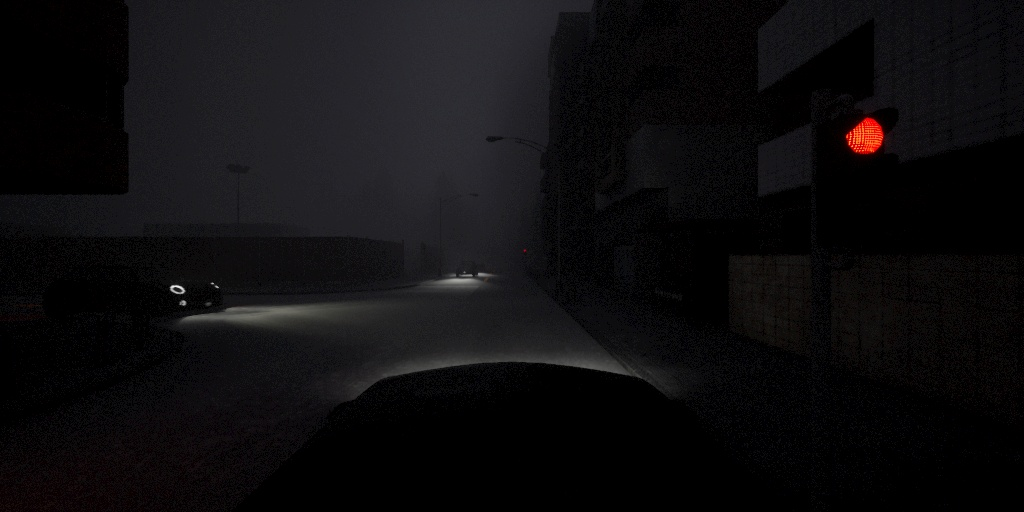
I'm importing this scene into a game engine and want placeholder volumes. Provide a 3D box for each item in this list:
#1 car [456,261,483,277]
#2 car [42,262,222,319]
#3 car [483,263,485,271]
[{"bbox_3d":[-4.410,1.242,35.665,2.128,1.511,4.902,0,0,0],"label":"car"},{"bbox_3d":[-12.887,1.102,12.449,4.553,1.767,2.097,0,0,-3],"label":"car"},{"bbox_3d":[-4.477,1.351,45.779,1.895,1.301,4.718,0,0,0],"label":"car"}]
